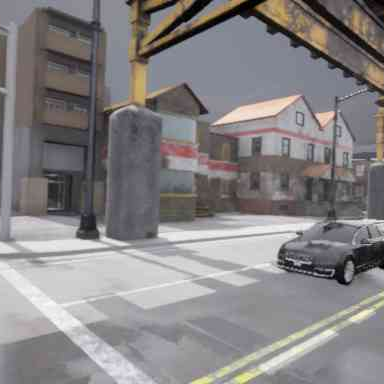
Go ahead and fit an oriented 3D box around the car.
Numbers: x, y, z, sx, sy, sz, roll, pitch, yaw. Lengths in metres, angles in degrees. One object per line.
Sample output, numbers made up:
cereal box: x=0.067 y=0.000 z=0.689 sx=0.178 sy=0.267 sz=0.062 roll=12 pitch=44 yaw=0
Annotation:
car: x=4.493 y=1.637 z=10.077 sx=4.892 sy=1.490 sz=1.837 roll=2 pitch=0 yaw=-42
